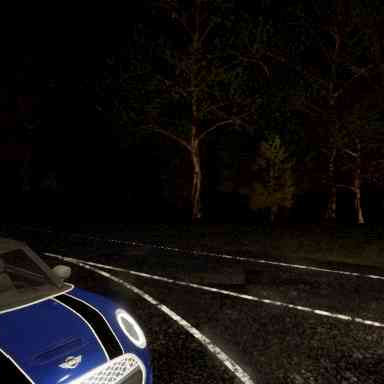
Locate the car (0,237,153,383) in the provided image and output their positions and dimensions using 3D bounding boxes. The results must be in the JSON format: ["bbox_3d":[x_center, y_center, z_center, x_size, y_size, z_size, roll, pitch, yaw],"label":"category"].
[{"bbox_3d":[-2.592,1.338,3.733,4.553,1.767,2.097,1,0,35],"label":"car"}]
